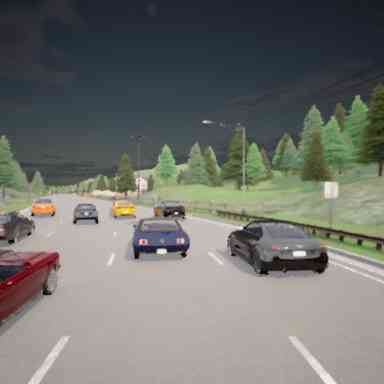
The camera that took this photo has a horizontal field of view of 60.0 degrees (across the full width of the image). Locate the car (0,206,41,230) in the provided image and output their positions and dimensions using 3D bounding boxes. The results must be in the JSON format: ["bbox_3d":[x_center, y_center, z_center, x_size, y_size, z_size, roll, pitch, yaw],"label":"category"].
[{"bbox_3d":[-9.032,1.624,15.937,2.033,1.411,5.357,0,0,-13],"label":"car"}]

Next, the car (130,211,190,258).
[{"bbox_3d":[-1.341,1.633,12.927,1.895,1.301,4.718,0,0,-10],"label":"car"}]

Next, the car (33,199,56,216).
[{"bbox_3d":[-15.165,1.494,34.204,2.097,1.767,4.553,0,0,-21],"label":"car"}]

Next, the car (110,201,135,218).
[{"bbox_3d":[-6.627,1.572,31.422,1.882,1.535,5.008,0,0,-20],"label":"car"}]

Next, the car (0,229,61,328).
[{"bbox_3d":[-3.842,1.632,5.748,1.895,1.301,4.718,0,0,-5],"label":"car"}]

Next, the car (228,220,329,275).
[{"bbox_3d":[2.497,1.573,10.601,1.994,1.385,4.181,0,0,-8],"label":"car"}]

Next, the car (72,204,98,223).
[{"bbox_3d":[-8.473,1.642,26.436,2.033,1.411,5.357,0,0,-19],"label":"car"}]

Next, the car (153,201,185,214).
[{"bbox_3d":[-2.052,1.544,29.043,1.882,1.535,5.008,0,0,-19],"label":"car"}]
